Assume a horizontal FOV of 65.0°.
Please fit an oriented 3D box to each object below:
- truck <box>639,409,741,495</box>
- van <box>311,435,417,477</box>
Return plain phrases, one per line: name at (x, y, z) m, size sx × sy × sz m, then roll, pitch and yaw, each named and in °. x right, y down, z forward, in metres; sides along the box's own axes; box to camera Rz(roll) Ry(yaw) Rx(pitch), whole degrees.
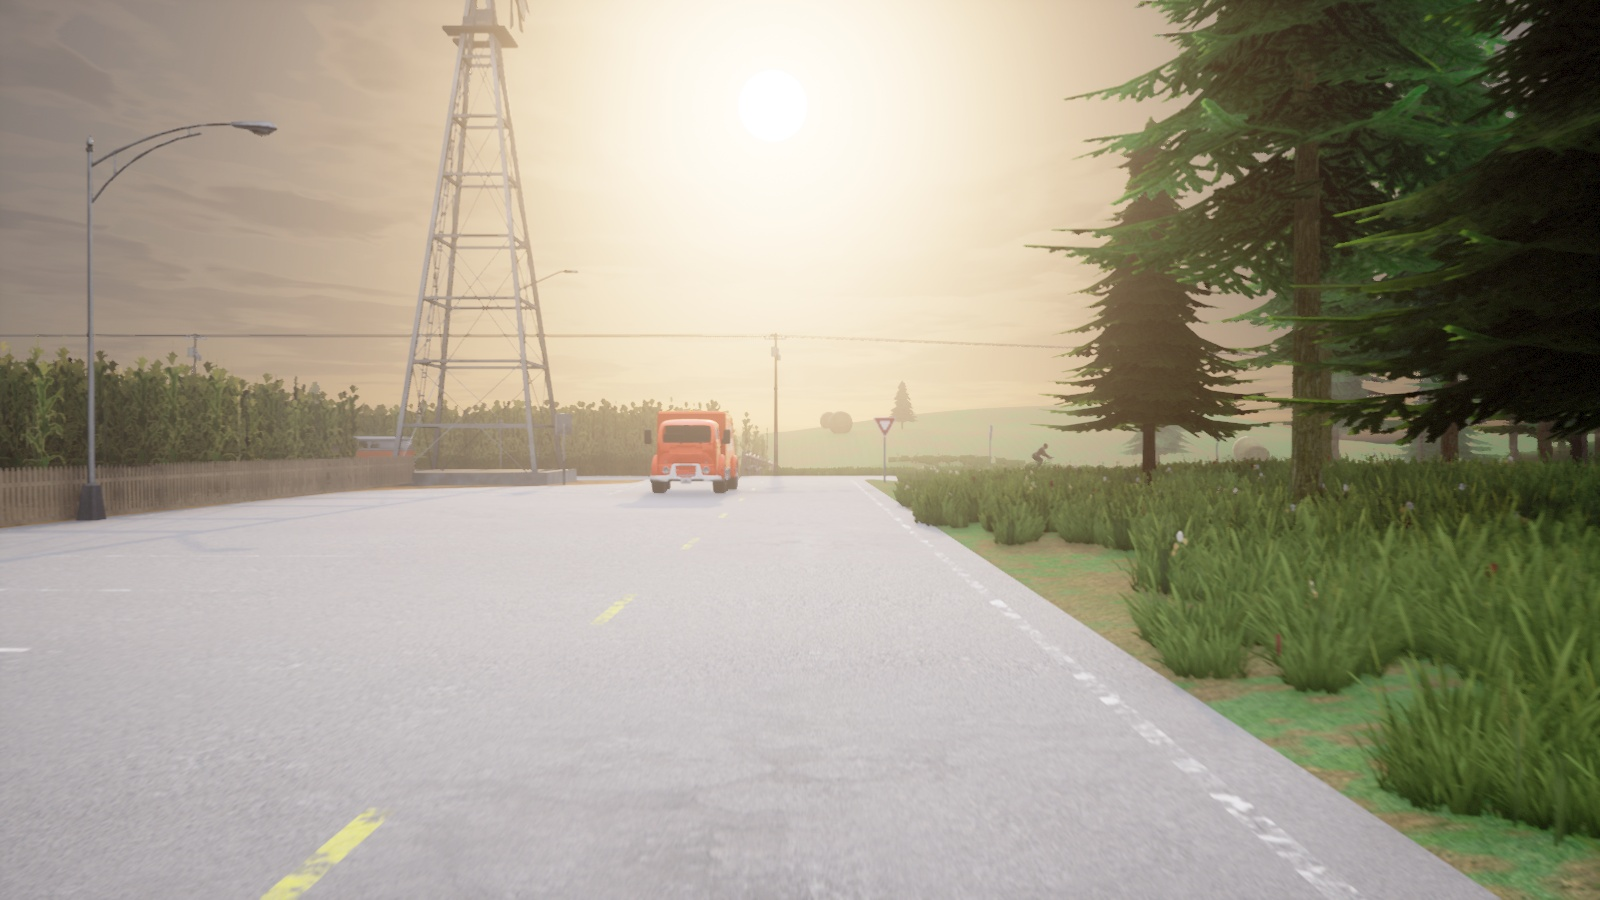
truck at (-3.262, 0.043, 38.400) m, size 2.627 × 2.467 × 5.204 m, roll 0°, pitch 0°, yaw 0°
van at (-20.736, 0.287, 59.813) m, size 4.442 × 1.987 × 1.775 m, roll 0°, pitch 0°, yaw 0°
